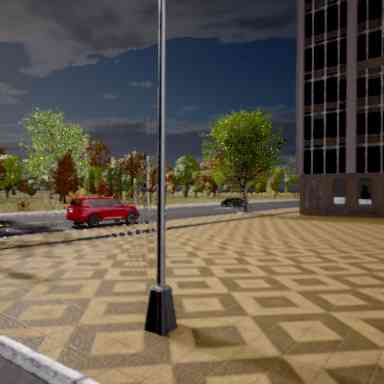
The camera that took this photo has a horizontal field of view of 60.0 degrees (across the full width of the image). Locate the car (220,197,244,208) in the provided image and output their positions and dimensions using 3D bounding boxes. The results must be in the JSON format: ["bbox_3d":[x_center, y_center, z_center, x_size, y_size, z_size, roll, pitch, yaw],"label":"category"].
[{"bbox_3d":[6.257,1.607,51.817,1.837,1.490,4.892,1,0,39],"label":"car"}]

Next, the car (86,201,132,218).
[{"bbox_3d":[-8.283,1.698,33.471,1.994,1.385,4.181,1,0,38],"label":"car"}]

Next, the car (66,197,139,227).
[{"bbox_3d":[-6.613,1.416,24.987,2.150,2.045,5.566,1,1,40],"label":"car"}]
